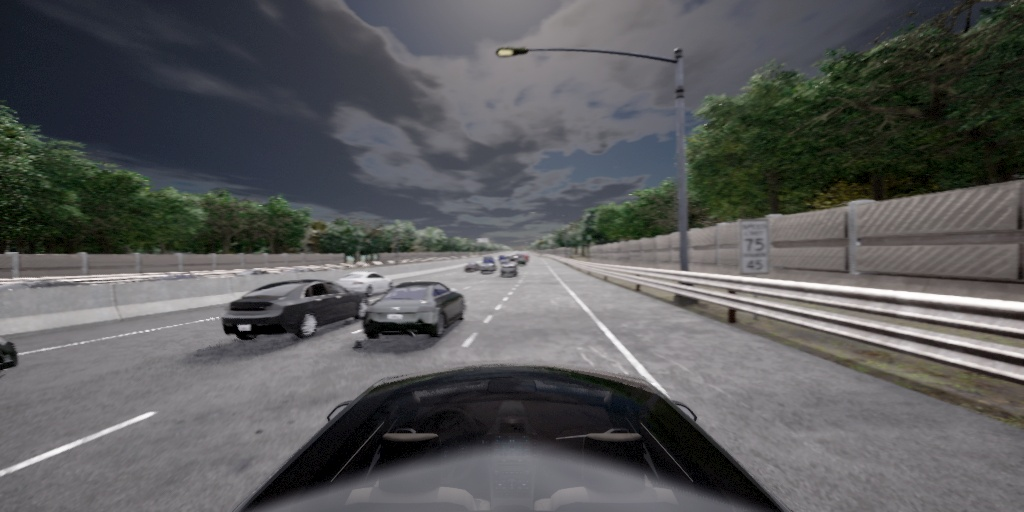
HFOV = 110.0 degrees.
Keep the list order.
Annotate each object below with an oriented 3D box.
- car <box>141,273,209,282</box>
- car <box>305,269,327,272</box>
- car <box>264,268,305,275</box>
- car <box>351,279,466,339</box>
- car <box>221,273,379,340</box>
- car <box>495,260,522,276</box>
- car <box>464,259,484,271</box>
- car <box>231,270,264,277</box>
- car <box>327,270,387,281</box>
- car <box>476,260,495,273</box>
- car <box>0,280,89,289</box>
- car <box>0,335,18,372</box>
[{"bbox_3d":[-29.239,2.210,31.094,2.033,1.411,5.357,-1,0,5],"label":"car"},{"bbox_3d":[-18.283,2.047,36.380,1.895,1.301,4.718,-1,0,5],"label":"car"},{"bbox_3d":[-21.818,2.018,36.126,2.128,1.511,4.902,-1,0,5],"label":"car"},{"bbox_3d":[-2.669,1.454,10.675,1.994,1.385,4.181,-1,-1,5],"label":"car"},{"bbox_3d":[-6.162,1.475,10.924,1.837,1.490,4.892,-1,-1,5],"label":"car"},{"bbox_3d":[-0.283,1.539,41.780,2.128,1.511,4.902,-1,0,4],"label":"car"},{"bbox_3d":[-6.232,1.649,56.611,2.033,1.411,5.357,-1,1,4],"label":"car"},{"bbox_3d":[-25.426,2.127,34.884,1.812,1.442,4.674,-1,-1,5],"label":"car"},{"bbox_3d":[-8.831,1.651,21.550,1.812,1.442,4.674,-1,-1,4],"label":"car"},{"bbox_3d":[-3.194,1.633,49.981,2.033,1.411,5.357,-1,0,4],"label":"car"},{"bbox_3d":[-19.992,1.815,14.768,1.837,1.490,4.892,-1,0,5],"label":"car"},{"bbox_3d":[-10.165,1.567,4.796,1.994,1.385,4.181,-1,-1,5],"label":"car"}]
